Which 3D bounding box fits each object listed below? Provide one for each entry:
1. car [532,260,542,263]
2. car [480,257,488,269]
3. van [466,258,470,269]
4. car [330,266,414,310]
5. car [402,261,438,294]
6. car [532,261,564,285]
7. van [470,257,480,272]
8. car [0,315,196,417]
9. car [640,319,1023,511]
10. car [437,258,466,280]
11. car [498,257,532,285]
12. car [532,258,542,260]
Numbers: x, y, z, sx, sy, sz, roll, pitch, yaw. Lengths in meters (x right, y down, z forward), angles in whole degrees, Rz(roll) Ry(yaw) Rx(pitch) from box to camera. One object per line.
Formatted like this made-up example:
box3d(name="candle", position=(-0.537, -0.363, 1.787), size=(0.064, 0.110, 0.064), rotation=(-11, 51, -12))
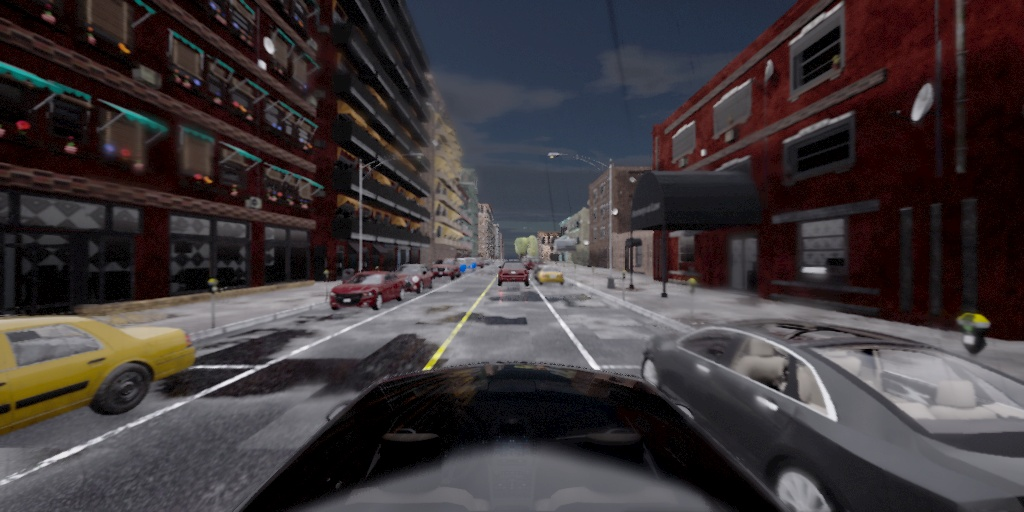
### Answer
box3d(name="car", position=(2.684, 1.320, 31.244), size=(2.007, 1.370, 4.403), rotation=(0, 0, 0))
box3d(name="car", position=(-5.701, 1.126, 58.938), size=(2.192, 1.841, 5.009), rotation=(0, 0, 0))
box3d(name="van", position=(-5.697, 1.116, 36.782), size=(1.690, 1.789, 3.998), rotation=(0, 0, 0))
box3d(name="car", position=(-5.693, 1.301, 14.625), size=(1.888, 1.381, 4.507), rotation=(0, 0, 0))
box3d(name="car", position=(-5.694, 1.200, 20.163), size=(1.967, 1.591, 4.097), rotation=(0, 0, 0))
box3d(name="car", position=(2.686, 1.290, 25.875), size=(1.751, 1.417, 4.829), rotation=(0, 0, 0))
box3d(name="van", position=(-5.699, 1.132, 47.859), size=(1.690, 1.789, 3.998), rotation=(0, 0, 0))
box3d(name="car", position=(-5.691, 1.276, 3.376), size=(1.751, 1.417, 4.829), rotation=(0, 0, 0))
box3d(name="car", position=(2.690, 1.301, 3.548), size=(2.007, 1.370, 4.403), rotation=(0, 0, 0))
box3d(name="car", position=(-5.696, 1.084, 31.242), size=(2.192, 1.841, 5.009), rotation=(0, 0, 0))
box3d(name="car", position=(0.096, 1.117, 26.054), size=(2.097, 1.767, 4.553), rotation=(0, 0, 0))
box3d(name="car", position=(2.683, 1.098, 42.322), size=(2.192, 1.841, 5.009), rotation=(0, 0, 0))
